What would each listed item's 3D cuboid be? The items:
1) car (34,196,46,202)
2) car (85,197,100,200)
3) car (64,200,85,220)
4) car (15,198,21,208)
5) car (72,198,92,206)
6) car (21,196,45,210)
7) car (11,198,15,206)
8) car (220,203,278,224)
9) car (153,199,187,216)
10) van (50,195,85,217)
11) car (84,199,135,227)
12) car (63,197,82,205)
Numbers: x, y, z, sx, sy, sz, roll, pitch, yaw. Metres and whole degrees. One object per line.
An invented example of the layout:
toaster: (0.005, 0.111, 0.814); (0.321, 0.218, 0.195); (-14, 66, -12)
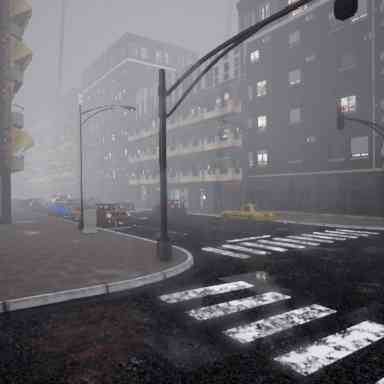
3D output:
car: (-37.817, 1.730, 82.749); (1.887, 1.381, 4.507); (-1, 1, -36)
car: (-15.237, 1.504, 51.270); (1.967, 1.590, 4.097); (-1, 1, -36)
car: (-9.040, 1.653, 28.262); (1.752, 1.417, 4.829); (-1, 1, -36)
car: (-25.269, 1.771, 50.884); (1.947, 1.339, 4.313); (-1, 1, -36)
car: (-18.461, 1.646, 55.768); (1.947, 1.339, 4.313); (-1, 1, -36)
car: (-22.045, 1.629, 46.387); (1.967, 1.590, 4.097); (-1, 1, -36)
car: (-31.722, 1.784, 59.878); (1.887, 1.381, 4.507); (-1, 1, -36)
car: (4.022, 1.501, 24.429); (1.752, 1.417, 4.829); (-1, 1, -36)
car: (-2.332, 1.444, 33.283); (1.967, 1.590, 4.097); (-1, 1, -36)
van: (-12.368, 1.484, 32.895); (1.690, 1.788, 3.998); (-1, 1, -36)
car: (-5.915, 1.554, 23.904); (1.967, 1.590, 4.097); (-1, 1, -36)
car: (-21.687, 1.648, 60.265); (2.008, 1.369, 4.403); (-1, 1, -36)
